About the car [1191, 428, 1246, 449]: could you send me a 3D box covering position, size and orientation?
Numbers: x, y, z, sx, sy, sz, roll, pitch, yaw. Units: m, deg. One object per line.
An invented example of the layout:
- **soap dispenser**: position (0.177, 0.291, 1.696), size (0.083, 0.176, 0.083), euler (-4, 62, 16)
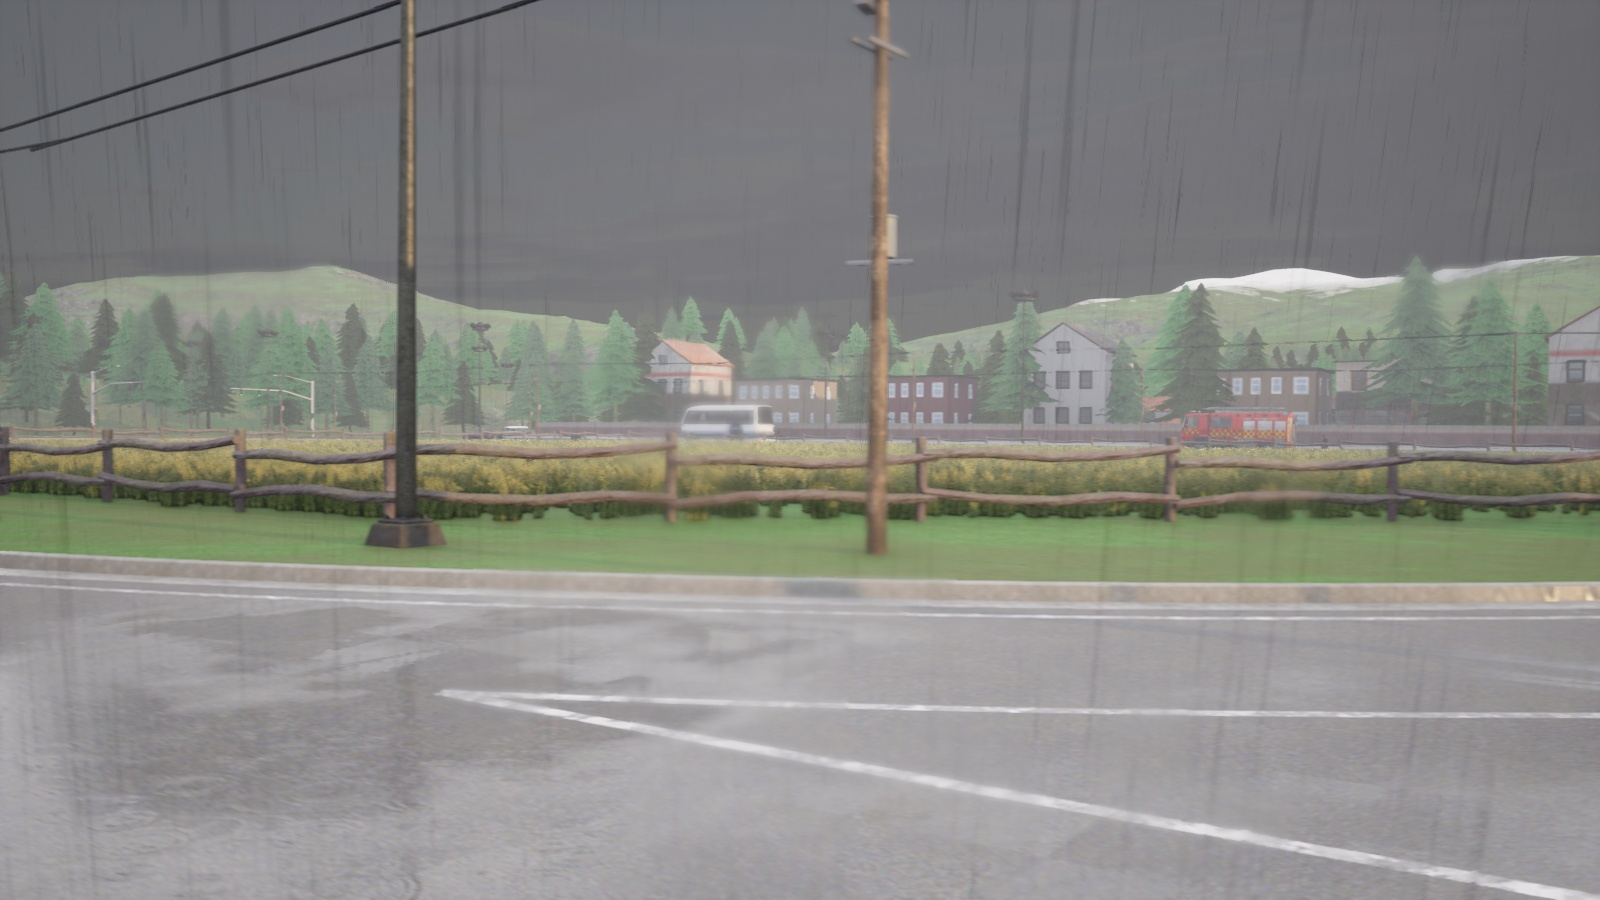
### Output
- **car**: position (31.333, -0.857, 94.039), size (3.705, 1.549, 1.789), euler (0, 1, 25)
